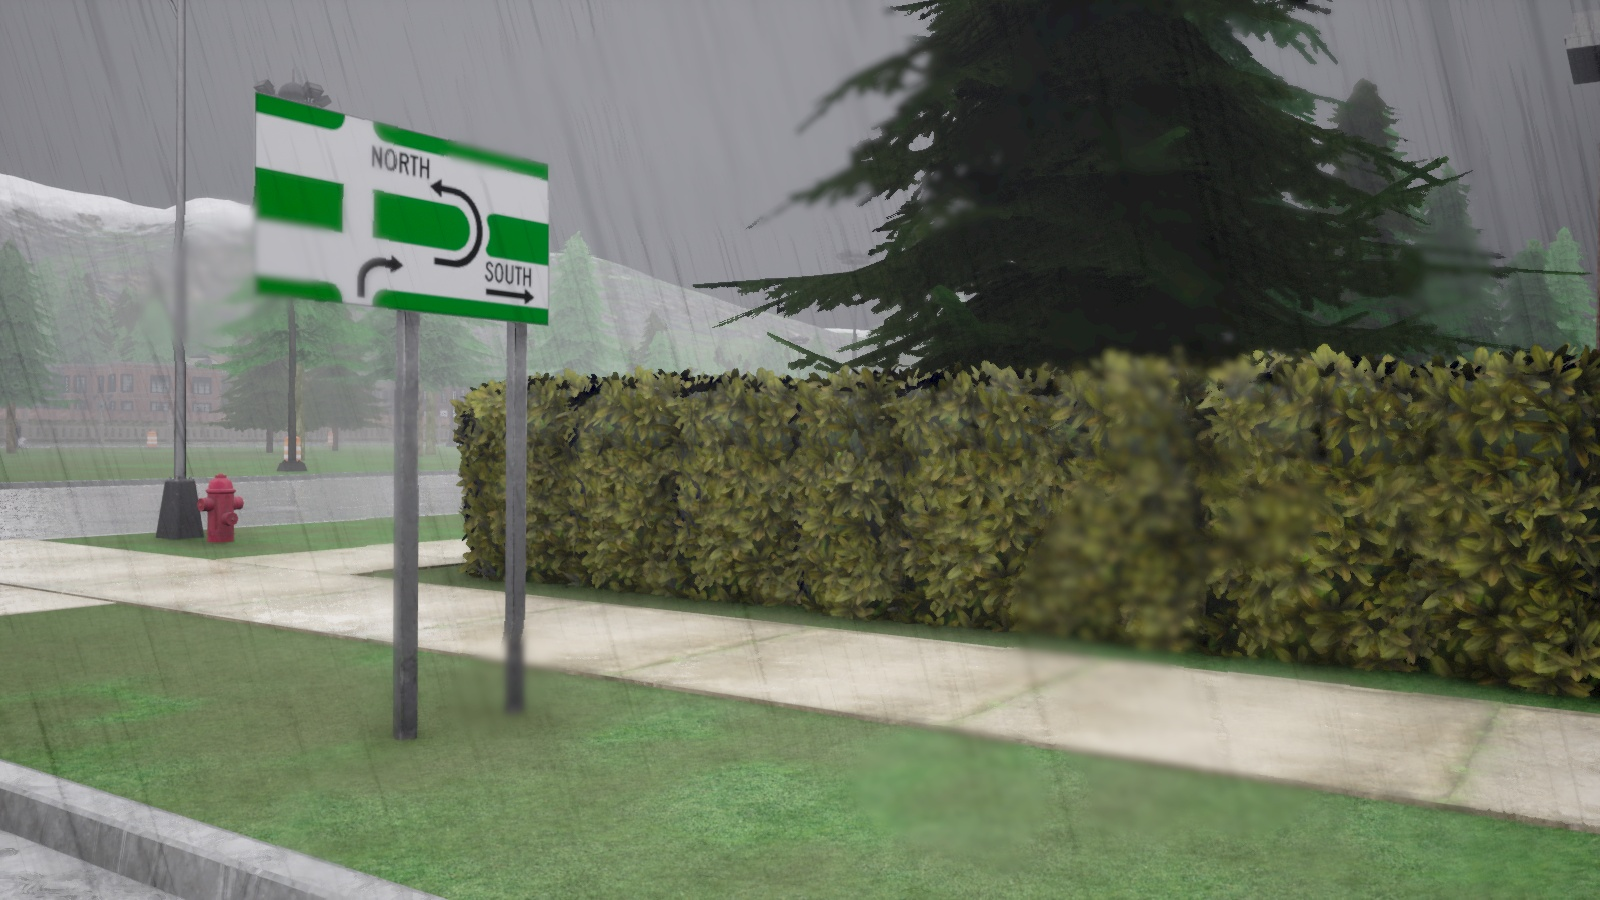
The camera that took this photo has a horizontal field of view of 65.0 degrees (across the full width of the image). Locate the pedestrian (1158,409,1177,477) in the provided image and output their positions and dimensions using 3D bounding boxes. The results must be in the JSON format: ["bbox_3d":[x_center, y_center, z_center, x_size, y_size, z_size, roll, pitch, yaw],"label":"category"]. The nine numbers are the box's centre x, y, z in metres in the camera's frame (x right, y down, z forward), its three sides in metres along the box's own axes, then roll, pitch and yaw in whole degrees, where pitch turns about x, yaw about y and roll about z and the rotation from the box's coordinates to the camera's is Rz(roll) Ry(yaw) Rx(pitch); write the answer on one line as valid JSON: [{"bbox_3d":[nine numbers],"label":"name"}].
[{"bbox_3d":[10.042,-0.199,34.302,0.345,1.836,0.594,0,1,34],"label":"pedestrian"}]
